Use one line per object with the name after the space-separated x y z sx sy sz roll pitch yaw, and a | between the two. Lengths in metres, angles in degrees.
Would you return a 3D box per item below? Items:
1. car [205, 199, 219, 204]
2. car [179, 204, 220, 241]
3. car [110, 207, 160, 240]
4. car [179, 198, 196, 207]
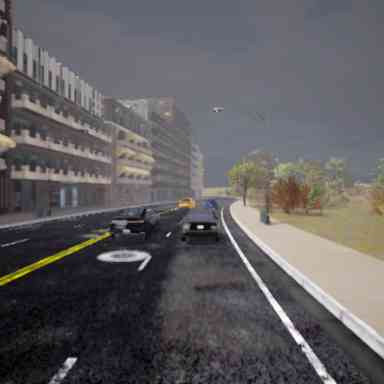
2.819 1.653 47.370 1.812 1.442 4.674 0 0 7 | car
0.463 1.580 16.946 2.033 1.411 5.357 0 0 2 | car
-2.776 1.516 17.039 2.128 1.511 4.902 0 0 2 | car
-0.596 1.588 46.094 1.882 1.535 5.008 0 0 6 | car
